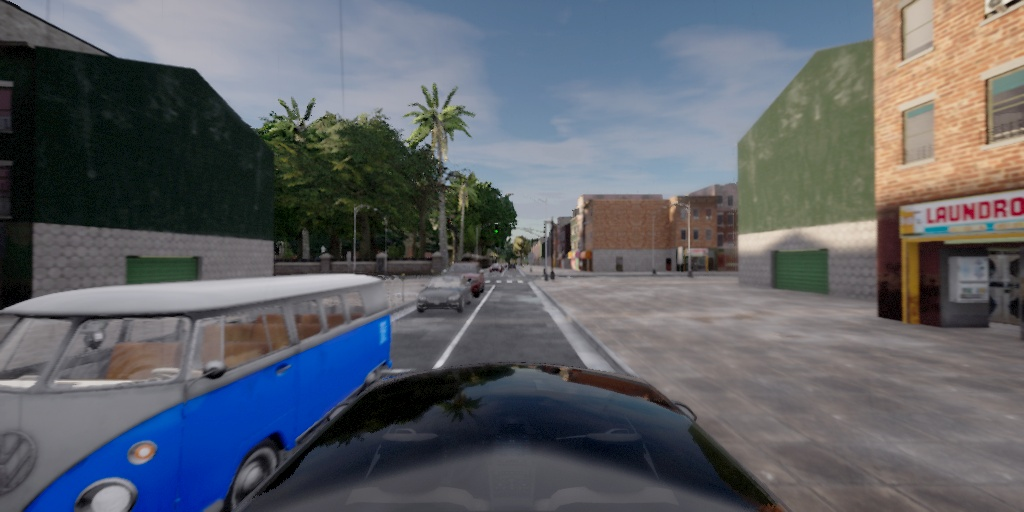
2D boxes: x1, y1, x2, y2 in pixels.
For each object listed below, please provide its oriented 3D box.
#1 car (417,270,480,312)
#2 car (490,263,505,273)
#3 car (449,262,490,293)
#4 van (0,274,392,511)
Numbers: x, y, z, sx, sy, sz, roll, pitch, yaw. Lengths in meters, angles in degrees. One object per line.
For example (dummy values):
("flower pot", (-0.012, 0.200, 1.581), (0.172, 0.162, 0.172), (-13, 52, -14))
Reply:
("car", (-2.636, 1.442, 14.735), (2.007, 1.370, 4.403), (0, 0, 0))
("car", (-2.632, 1.906, 58.341), (1.967, 1.591, 4.097), (0, 0, 0))
("car", (-2.636, 1.268, 20.198), (2.192, 1.841, 5.009), (0, 0, 0))
("van", (-2.638, 1.113, 3.808), (1.690, 1.789, 3.998), (0, 0, 0))
